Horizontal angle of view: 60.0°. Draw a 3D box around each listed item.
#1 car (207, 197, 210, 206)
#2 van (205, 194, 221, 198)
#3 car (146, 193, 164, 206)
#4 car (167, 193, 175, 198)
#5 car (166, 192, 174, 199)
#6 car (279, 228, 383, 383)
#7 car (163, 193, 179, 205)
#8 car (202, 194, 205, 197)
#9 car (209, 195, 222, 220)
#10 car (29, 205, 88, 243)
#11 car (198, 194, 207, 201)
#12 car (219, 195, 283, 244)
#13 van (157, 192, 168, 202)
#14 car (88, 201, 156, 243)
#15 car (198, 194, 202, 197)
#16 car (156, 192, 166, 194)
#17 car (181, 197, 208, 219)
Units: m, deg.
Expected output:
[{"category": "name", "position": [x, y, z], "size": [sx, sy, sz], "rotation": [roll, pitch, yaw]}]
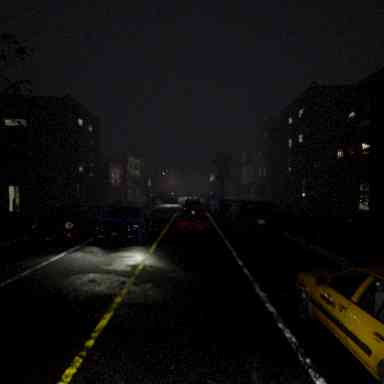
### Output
[{"category": "car", "position": [2.671, 1.396, 31.851], "size": [1.802, 1.307, 4.206], "rotation": [-1, 0, 0]}, {"category": "van", "position": [2.665, 1.122, 37.398], "size": [1.690, 1.788, 3.998], "rotation": [-1, 0, 0]}, {"category": "car", "position": [-5.719, 1.268, 48.489], "size": [2.008, 1.369, 4.403], "rotation": [-1, 0, 0]}, {"category": "car", "position": [-5.742, 0.999, 92.875], "size": [1.887, 1.381, 4.507], "rotation": [-1, 0, 0]}, {"category": "car", "position": [-5.740, 0.928, 87.326], "size": [1.967, 1.590, 4.097], "rotation": [-1, 0, 0]}, {"category": "car", "position": [2.684, 1.499, 4.279], "size": [1.752, 1.417, 4.829], "rotation": [-1, 0, 0]}, {"category": "car", "position": [-3.100, 1.263, 51.668], "size": [1.994, 1.385, 4.181], "rotation": [0, 0, 0]}, {"category": "car", "position": [2.665, 1.293, 42.947], "size": [1.887, 1.381, 4.507], "rotation": [-1, 0, 0]}, {"category": "car", "position": [2.672, 1.286, 26.302], "size": [1.967, 1.590, 4.097], "rotation": [-1, 0, 0]}, {"category": "car", "position": [-5.703, 1.352, 15.199], "size": [1.967, 1.590, 4.097], "rotation": [-1, 0, 0]}, {"category": "car", "position": [2.313, 1.103, 71.967], "size": [1.812, 1.442, 4.674], "rotation": [0, 0, 0]}, {"category": "car", "position": [2.676, 1.226, 15.204], "size": [2.192, 1.841, 5.009], "rotation": [-1, 0, 0]}, {"category": "van", "position": [-5.730, 0.960, 65.133], "size": [1.690, 1.788, 3.998], "rotation": [-1, 0, 0]}, {"category": "car", "position": [-3.087, 1.386, 15.750], "size": [1.882, 1.535, 5.008], "rotation": [0, 0, 0]}, {"category": "car", "position": [0.077, 1.336, 45.336], "size": [1.895, 1.301, 4.718], "rotation": [0, 0, 0]}, {"category": "car", "position": [-5.727, 0.967, 59.584], "size": [2.192, 1.841, 5.009], "rotation": [-1, 0, 0]}, {"category": "car", "position": [0.086, 1.365, 27.515], "size": [1.812, 1.442, 4.674], "rotation": [0, 0, 0]}]
